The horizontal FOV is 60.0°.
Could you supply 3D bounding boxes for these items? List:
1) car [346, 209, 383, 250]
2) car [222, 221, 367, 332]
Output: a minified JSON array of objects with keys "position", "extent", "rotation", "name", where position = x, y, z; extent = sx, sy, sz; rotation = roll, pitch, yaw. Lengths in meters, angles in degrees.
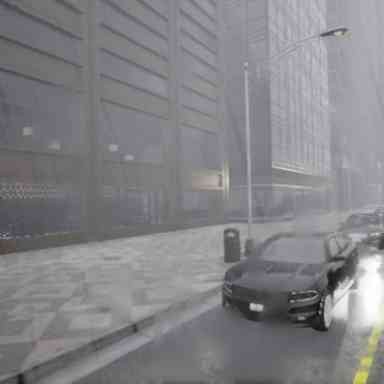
[{"position":[8.284,1.769,15.883],"extent":[2.128,1.511,4.902],"rotation":[-2,-2,35],"name":"car"},{"position":[2.476,1.649,7.521],"extent":[1.882,1.535,5.008],"rotation":[-2,-2,35],"name":"car"}]
